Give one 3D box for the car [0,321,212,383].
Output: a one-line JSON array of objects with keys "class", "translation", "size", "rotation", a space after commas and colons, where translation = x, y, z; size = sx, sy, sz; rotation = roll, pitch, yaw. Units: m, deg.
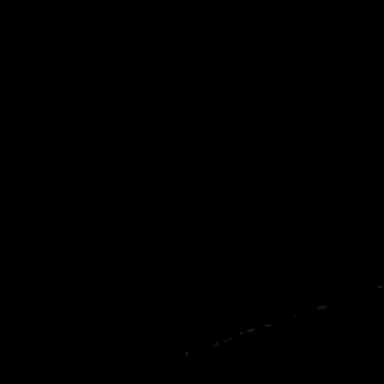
[{"class": "car", "translation": [-2.253, 1.552, 1.340], "size": [5.357, 1.411, 2.033], "rotation": [0, 0, -35]}]
